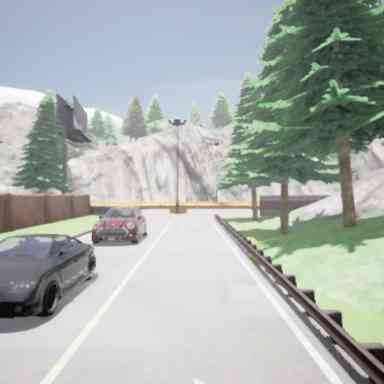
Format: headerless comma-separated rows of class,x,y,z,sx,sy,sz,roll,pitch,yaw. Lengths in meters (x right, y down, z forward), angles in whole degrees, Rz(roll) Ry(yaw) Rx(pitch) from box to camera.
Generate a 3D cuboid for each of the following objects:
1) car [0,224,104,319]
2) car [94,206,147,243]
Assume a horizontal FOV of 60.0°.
car,-3.606,1.655,7.517,1.994,1.385,4.181,0,-1,0
car,-3.602,1.557,17.208,2.097,1.767,4.553,0,-1,0
